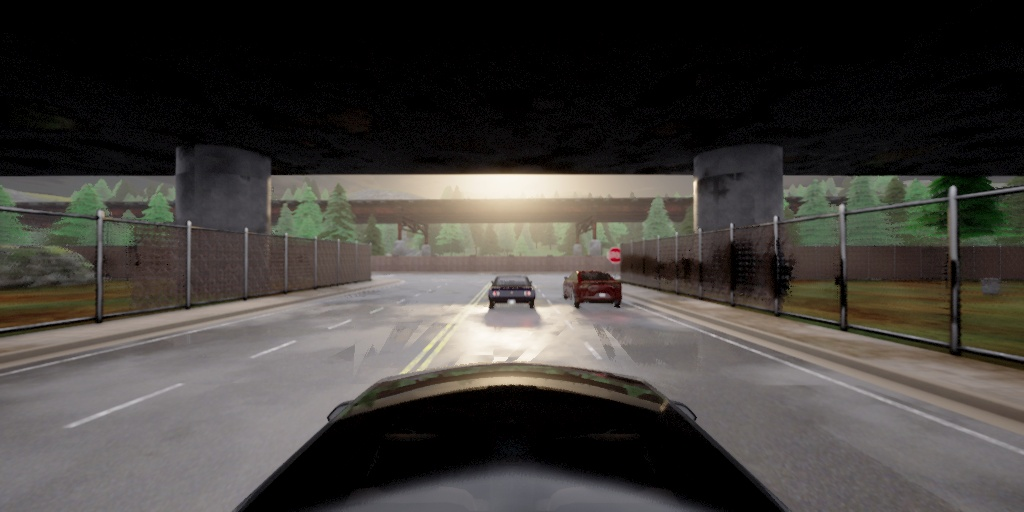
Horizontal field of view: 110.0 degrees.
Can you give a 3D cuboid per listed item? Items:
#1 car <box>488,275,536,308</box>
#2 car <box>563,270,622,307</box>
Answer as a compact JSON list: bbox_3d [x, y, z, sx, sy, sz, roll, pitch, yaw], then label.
[{"bbox_3d":[-0.007,1.488,15.940,1.895,1.301,4.718,0,-1,0],"label":"car"},{"bbox_3d":[3.497,1.369,16.319,1.882,1.535,5.008,0,0,0],"label":"car"}]
